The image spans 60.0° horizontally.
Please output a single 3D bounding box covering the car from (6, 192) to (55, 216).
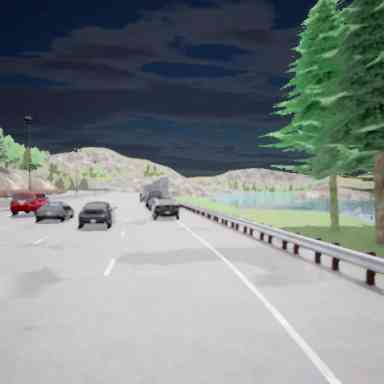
[{"bbox_3d":[-14.374,1.021,29.943,2.150,2.045,5.566,0,1,-9],"label":"car"}]

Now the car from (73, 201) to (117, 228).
[{"bbox_3d":[-5.828,1.348,20.762,1.837,1.490,4.892,0,0,-9],"label":"car"}]

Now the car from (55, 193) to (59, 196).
[{"bbox_3d":[-33.318,0.937,80.462,1.812,1.442,4.674,0,1,-9],"label":"car"}]

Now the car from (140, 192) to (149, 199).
[{"bbox_3d":[-10.363,0.748,71.816,1.882,1.535,5.008,0,1,-9],"label":"car"}]

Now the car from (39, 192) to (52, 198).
[{"bbox_3d":[-37.706,0.786,85.637,1.994,1.385,4.181,0,1,-9],"label":"car"}]

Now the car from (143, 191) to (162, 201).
[{"bbox_3d":[-4.686,0.880,41.720,2.150,2.045,5.566,0,1,-9],"label":"car"}]

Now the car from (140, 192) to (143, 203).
[{"bbox_3d":[-7.858,1.067,56.428,1.812,1.442,4.674,0,1,-9],"label":"car"}]

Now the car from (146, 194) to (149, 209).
[{"bbox_3d":[-3.717,1.230,35.771,1.812,1.442,4.674,0,1,-9],"label":"car"}]

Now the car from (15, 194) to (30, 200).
[{"bbox_3d":[-40.156,1.054,78.899,1.895,1.301,4.718,0,1,-9],"label":"car"}]

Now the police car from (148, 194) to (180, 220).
[{"bbox_3d":[-2.132,1.207,26.009,1.930,1.638,5.238,0,1,-9],"label":"police car"}]

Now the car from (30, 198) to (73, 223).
[{"bbox_3d":[-9.946,1.393,24.402,1.994,1.385,4.181,0,1,-9],"label":"car"}]
